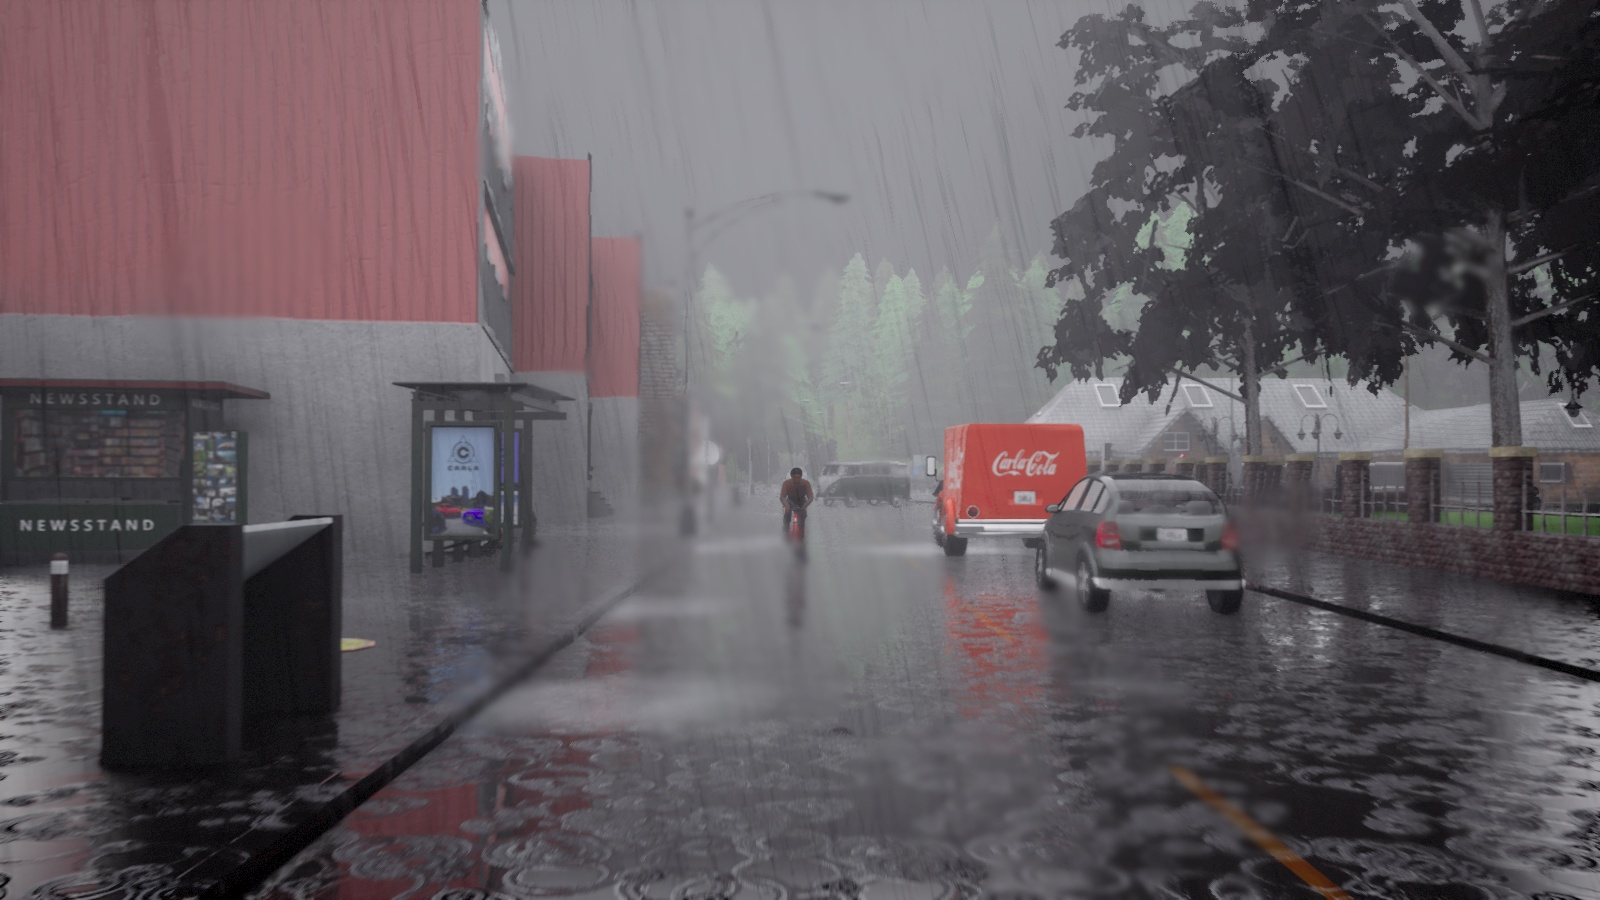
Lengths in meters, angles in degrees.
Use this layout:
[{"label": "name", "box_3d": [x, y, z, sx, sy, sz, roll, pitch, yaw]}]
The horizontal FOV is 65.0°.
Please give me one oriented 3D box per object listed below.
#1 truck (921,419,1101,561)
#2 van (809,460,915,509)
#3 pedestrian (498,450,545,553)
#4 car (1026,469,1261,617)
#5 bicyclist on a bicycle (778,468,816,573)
[{"label": "truck", "box_3d": [3.939, 0.728, 24.552, 2.627, 2.467, 5.204, 0, -1, 0]}, {"label": "van", "box_3d": [2.680, 1.450, 53.365, 4.442, 1.987, 1.775, 1, -2, -39]}, {"label": "pedestrian", "box_3d": [-5.056, 0.927, 22.824, 0.726, 1.842, 0.402, 1, -1, -45]}, {"label": "car", "box_3d": [3.963, 1.026, 15.135, 1.789, 1.549, 3.705, 0, -1, 0]}, {"label": "bicyclist on a bicycle", "box_3d": [-0.050, 1.108, 20.309, 0.582, 1.620, 1.656, 0, -1, 0]}]
